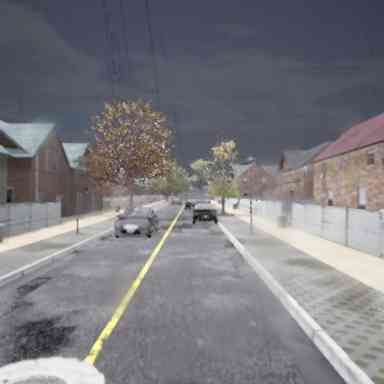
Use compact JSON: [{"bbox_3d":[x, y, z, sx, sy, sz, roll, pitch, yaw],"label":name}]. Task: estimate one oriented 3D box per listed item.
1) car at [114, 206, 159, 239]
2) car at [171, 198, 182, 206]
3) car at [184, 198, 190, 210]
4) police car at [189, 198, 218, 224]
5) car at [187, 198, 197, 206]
[{"bbox_3d":[-2.858,1.552,17.926,2.128,1.511,4.902,0,0,0],"label":"car"},{"bbox_3d":[-2.814,1.752,60.323,1.812,1.442,4.674,0,0,1],"label":"car"},{"bbox_3d":[-0.001,1.643,45.478,1.882,1.535,5.008,0,0,1],"label":"car"},{"bbox_3d":[0.949,1.516,25.836,1.930,1.638,5.238,0,0,0],"label":"police car"},{"bbox_3d":[-0.030,1.747,58.948,1.812,1.442,4.674,0,0,0],"label":"car"}]
